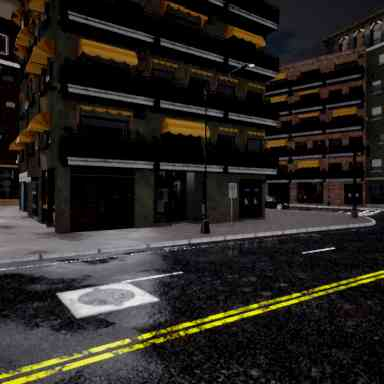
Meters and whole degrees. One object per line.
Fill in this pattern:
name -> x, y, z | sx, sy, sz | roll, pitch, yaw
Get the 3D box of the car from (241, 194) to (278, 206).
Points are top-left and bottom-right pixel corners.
car -> 9.120, 1.066, 44.851 | 4.403, 1.369, 2.008 | 1, 0, 38

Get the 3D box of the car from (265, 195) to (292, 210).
car -> 8.238, 1.157, 34.871 | 4.403, 1.369, 2.008 | 1, 0, 38
